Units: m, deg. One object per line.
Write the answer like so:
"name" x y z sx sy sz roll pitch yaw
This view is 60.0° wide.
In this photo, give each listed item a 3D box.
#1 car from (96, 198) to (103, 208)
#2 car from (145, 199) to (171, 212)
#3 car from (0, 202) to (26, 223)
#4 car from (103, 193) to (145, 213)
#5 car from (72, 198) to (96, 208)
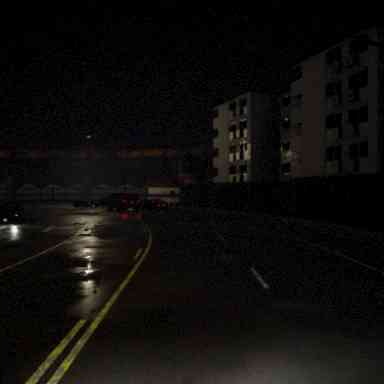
"car" -10.616 1.111 46.445 2.150 2.045 5.566 0 0 -45
"car" -4.379 1.454 38.188 2.033 1.411 5.357 0 0 -32
"car" -13.512 1.492 24.769 2.033 1.411 5.357 0 0 -22
"car" -7.631 1.133 36.805 2.150 2.045 5.566 0 0 -32
"car" -14.614 1.494 45.464 4.718 1.301 1.895 0 0 44
